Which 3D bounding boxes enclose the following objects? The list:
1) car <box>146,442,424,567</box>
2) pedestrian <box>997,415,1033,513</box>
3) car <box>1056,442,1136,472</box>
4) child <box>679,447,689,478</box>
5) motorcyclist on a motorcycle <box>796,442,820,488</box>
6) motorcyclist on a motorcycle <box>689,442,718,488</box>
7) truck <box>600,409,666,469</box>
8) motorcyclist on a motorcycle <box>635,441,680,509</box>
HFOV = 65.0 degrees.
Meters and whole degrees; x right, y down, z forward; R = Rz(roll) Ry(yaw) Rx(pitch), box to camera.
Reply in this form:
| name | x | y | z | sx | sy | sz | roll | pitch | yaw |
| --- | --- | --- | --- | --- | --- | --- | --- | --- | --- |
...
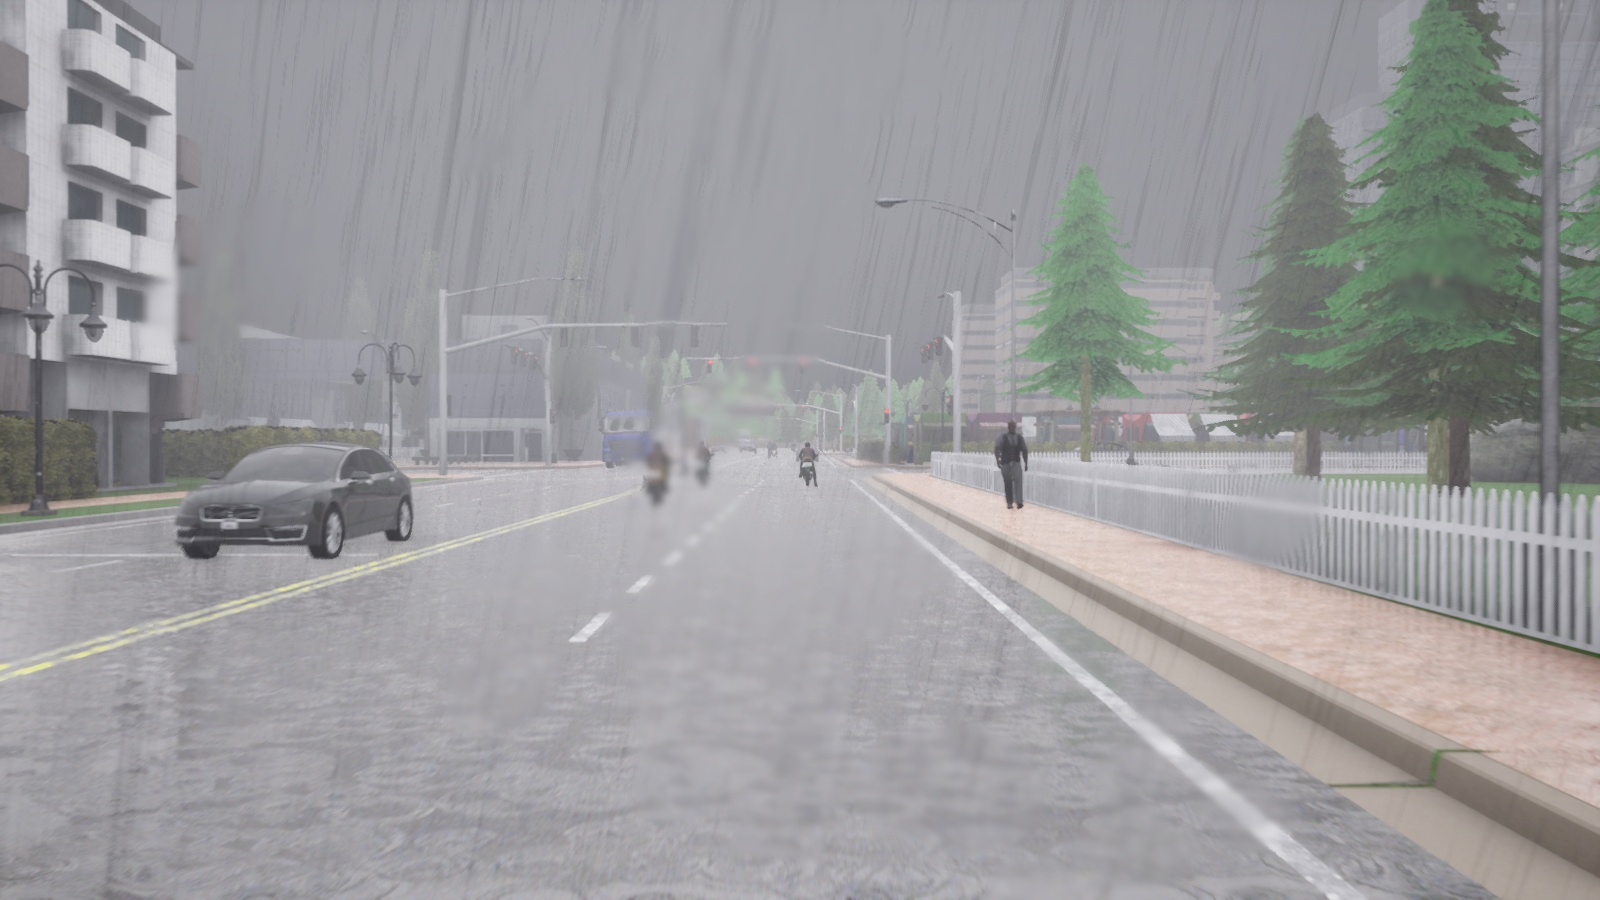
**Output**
| name | x | y | z | sx | sy | sz | roll | pitch | yaw |
| --- | --- | --- | --- | --- | --- | --- | --- | --- | --- |
| car | -6.886 | 0.648 | 17.444 | 1.837 | 1.490 | 4.892 | 0 | 0 | 0 |
| pedestrian | 4.212 | 0.270 | 24.632 | 0.563 | 1.883 | 0.849 | 0 | 0 | 0 |
| car | 15.401 | 0.369 | 65.408 | 3.705 | 1.549 | 1.789 | 0 | 0 | -1 |
| child | -4.828 | 0.517 | 52.266 | 0.437 | 1.263 | 0.270 | 0 | 0 | -6 |
| motorcyclist on a motorcycle | 0.258 | 0.488 | 42.773 | 0.797 | 1.523 | 2.044 | 0 | 0 | 0 |
| motorcyclist on a motorcycle | -3.244 | 0.487 | 42.407 | 0.797 | 1.523 | 2.044 | 0 | 0 | 0 |
| truck | -10.062 | -0.676 | 76.574 | 2.891 | 3.462 | 7.936 | 0 | 0 | 1 |
| motorcyclist on a motorcycle | -3.318 | 0.560 | 29.367 | 0.797 | 1.523 | 2.044 | 0 | 0 | 0 |
